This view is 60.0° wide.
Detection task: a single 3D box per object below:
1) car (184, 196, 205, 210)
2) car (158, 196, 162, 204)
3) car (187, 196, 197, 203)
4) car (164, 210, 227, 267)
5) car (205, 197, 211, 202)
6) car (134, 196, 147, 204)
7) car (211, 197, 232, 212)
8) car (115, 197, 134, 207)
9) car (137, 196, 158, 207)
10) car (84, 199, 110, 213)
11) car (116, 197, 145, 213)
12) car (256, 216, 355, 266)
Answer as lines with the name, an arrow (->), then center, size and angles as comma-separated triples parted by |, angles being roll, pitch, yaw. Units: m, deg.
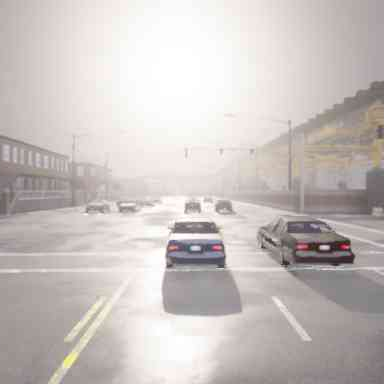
car -> 0.086, 1.515, 38.909 | 2.128, 1.511, 4.902 | 0, 0, 0
car -> -7.036, 1.518, 66.509 | 1.882, 1.535, 5.008 | 0, 0, 0
car -> -0.026, 1.583, 71.661 | 2.033, 1.411, 5.357 | 0, 0, 0
car -> 0.094, 1.555, 11.407 | 2.033, 1.411, 5.357 | 0, 0, 0
car -> 3.473, 1.638, 71.979 | 1.895, 1.301, 4.718 | 0, 0, 0
car -> -10.525, 1.518, 68.193 | 1.882, 1.535, 5.008 | 0, 0, 0
car -> 3.587, 1.528, 39.038 | 1.837, 1.490, 4.892 | 0, 0, 0
car -> -10.588, 1.509, 52.333 | 1.882, 1.535, 5.008 | 0, 0, 0
car -> -7.092, 1.523, 51.668 | 2.128, 1.511, 4.902 | 0, 0, 0
car -> -10.604, 1.549, 37.768 | 1.812, 1.442, 4.674 | 0, 0, 0
car -> -7.106, 1.571, 38.393 | 2.033, 1.411, 5.357 | 0, 0, 0
car -> 3.594, 1.555, 11.529 | 2.033, 1.411, 5.357 | 0, 0, 0
